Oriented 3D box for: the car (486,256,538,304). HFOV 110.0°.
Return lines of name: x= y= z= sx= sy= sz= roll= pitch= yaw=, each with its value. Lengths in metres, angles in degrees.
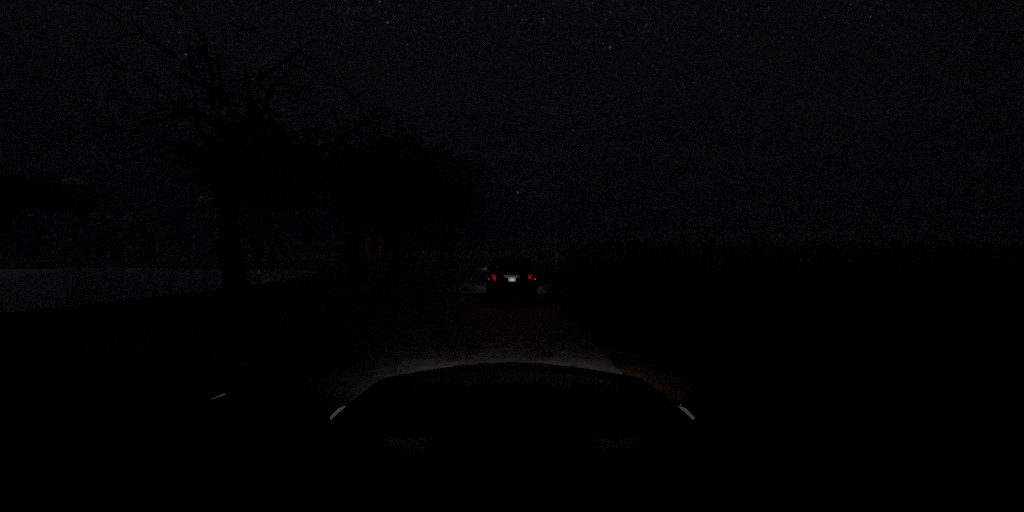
car: x=0.000 y=1.008 z=16.533 sx=2.150 sy=2.045 sz=5.566 roll=0 pitch=0 yaw=0
